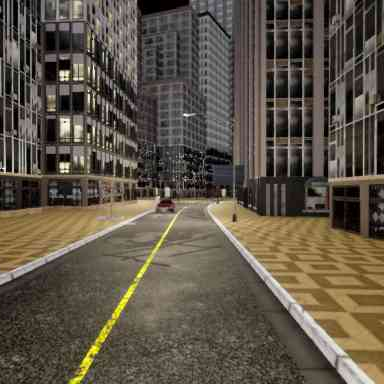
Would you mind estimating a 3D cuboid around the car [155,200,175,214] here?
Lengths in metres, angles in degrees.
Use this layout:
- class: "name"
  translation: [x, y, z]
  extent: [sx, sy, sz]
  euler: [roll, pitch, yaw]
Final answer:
- class: "car"
  translation: [-2.756, 1.554, 35.308]
  extent: [1.812, 1.442, 4.674]
  euler: [0, 0, 1]
